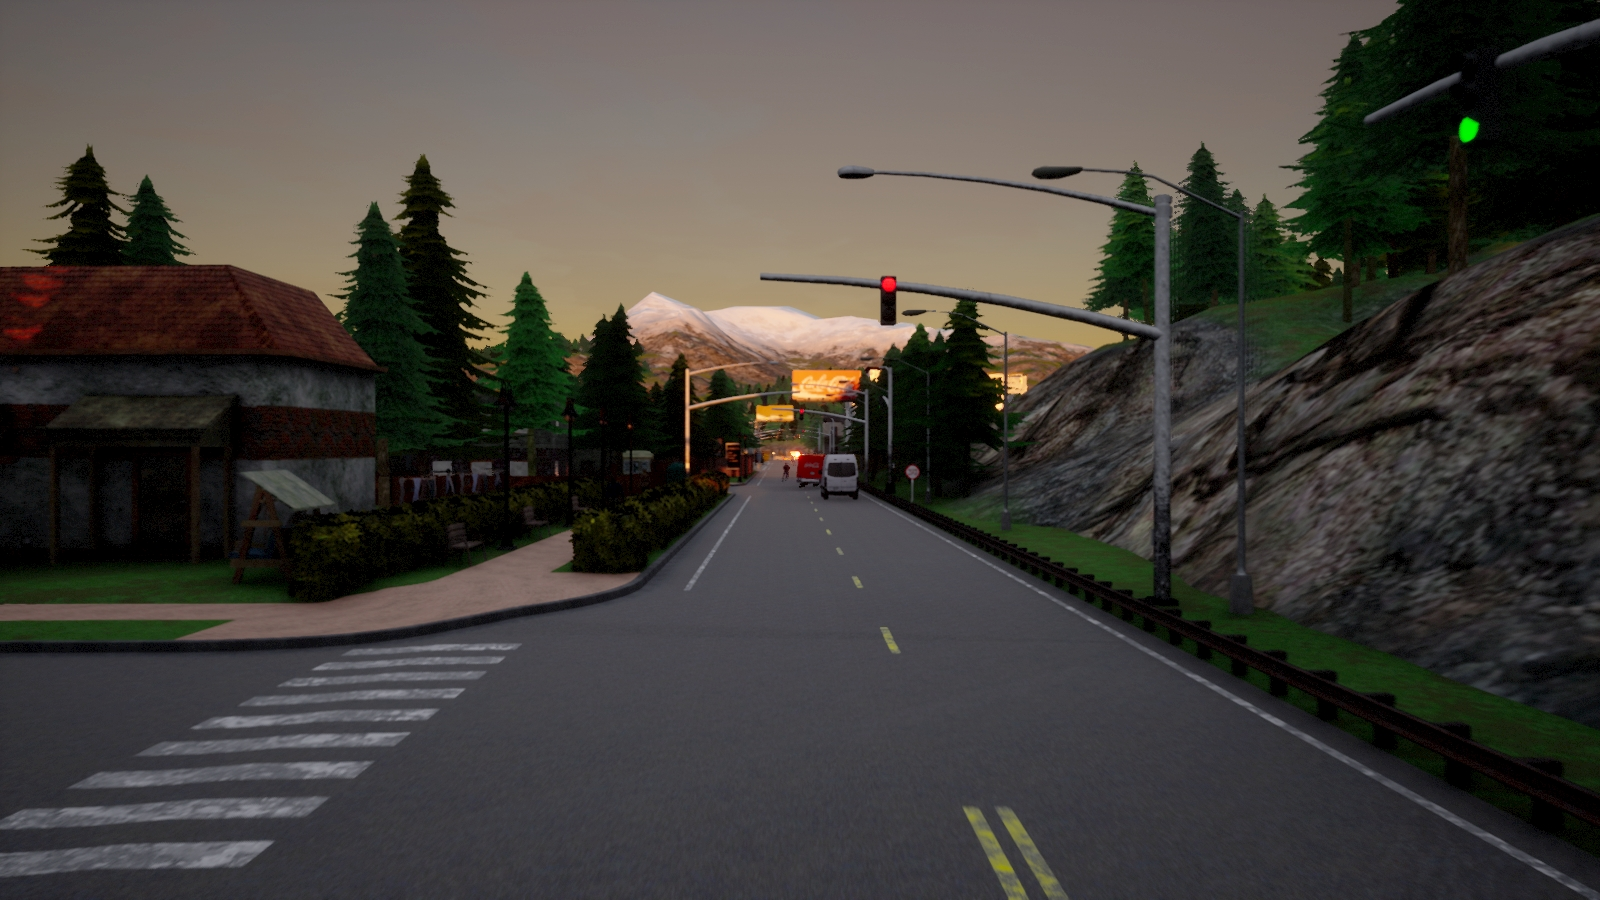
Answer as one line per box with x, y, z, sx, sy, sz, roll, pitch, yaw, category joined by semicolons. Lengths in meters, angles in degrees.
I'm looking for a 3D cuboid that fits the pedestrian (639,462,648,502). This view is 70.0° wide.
-7.277;1.499;53.272;0.375;1.860;0.375;0;0;-1;pedestrian

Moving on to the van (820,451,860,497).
2.285;1.336;66.702;1.988;2.561;5.915;0;0;-1;van

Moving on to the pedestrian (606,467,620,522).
-6.362;1.500;38.873;0.375;1.860;0.375;0;0;1;pedestrian
